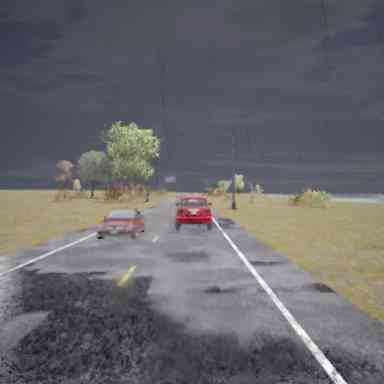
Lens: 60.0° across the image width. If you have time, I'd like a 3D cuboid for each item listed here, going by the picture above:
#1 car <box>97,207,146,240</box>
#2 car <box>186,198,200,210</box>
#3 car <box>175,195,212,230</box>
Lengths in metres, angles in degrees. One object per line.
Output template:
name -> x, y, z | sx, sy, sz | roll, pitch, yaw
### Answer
car -> -3.490, 1.552, 17.210 | 1.812, 1.442, 4.674 | 0, 0, 0
car -> 0.128, 1.582, 44.188 | 1.812, 1.442, 4.674 | 0, 0, 0
car -> 0.112, 1.254, 21.478 | 2.150, 2.045, 5.566 | 0, 0, 0
